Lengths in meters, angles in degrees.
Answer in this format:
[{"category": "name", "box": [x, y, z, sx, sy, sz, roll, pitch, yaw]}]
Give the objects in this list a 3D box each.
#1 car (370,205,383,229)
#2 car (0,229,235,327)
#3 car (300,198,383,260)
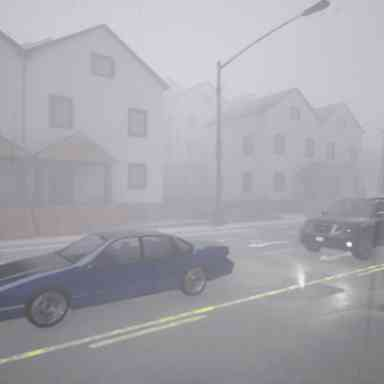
[{"category": "car", "box": [14.244, 1.637, 22.536, 4.892, 1.490, 1.837, 0, 0, -35]}, {"category": "car", "box": [-1.524, 1.551, 7.188, 5.357, 1.411, 2.033, 0, 0, -35]}, {"category": "car", "box": [6.612, 1.258, 12.944, 5.566, 2.045, 2.150, 0, 0, -35]}]
